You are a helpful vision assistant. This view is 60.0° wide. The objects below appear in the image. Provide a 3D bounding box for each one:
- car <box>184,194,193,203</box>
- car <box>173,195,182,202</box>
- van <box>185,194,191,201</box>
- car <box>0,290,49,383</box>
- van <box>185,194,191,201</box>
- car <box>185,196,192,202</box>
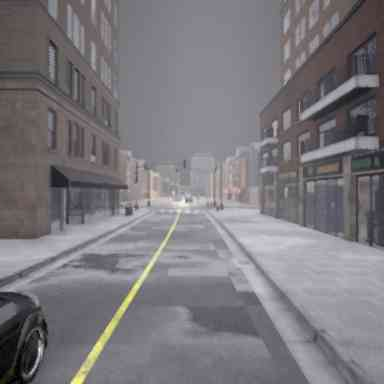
[{"bbox_3d":[-0.702,1.728,73.218,1.947,1.339,4.313,0,0,-1],"label":"car"},{"bbox_3d":[-3.477,1.530,79.917,2.097,1.767,4.553,0,0,-1],"label":"car"},{"bbox_3d":[-1.053,1.544,90.032,1.690,1.788,3.998,0,0,-1],"label":"van"},{"bbox_3d":[-2.832,1.567,2.581,1.994,1.385,4.181,0,0,0],"label":"car"},{"bbox_3d":[-1.170,1.559,95.636,1.690,1.788,3.998,0,0,-1],"label":"van"},{"bbox_3d":[-0.823,1.701,78.992,1.752,1.417,4.829,0,0,-1],"label":"car"}]
